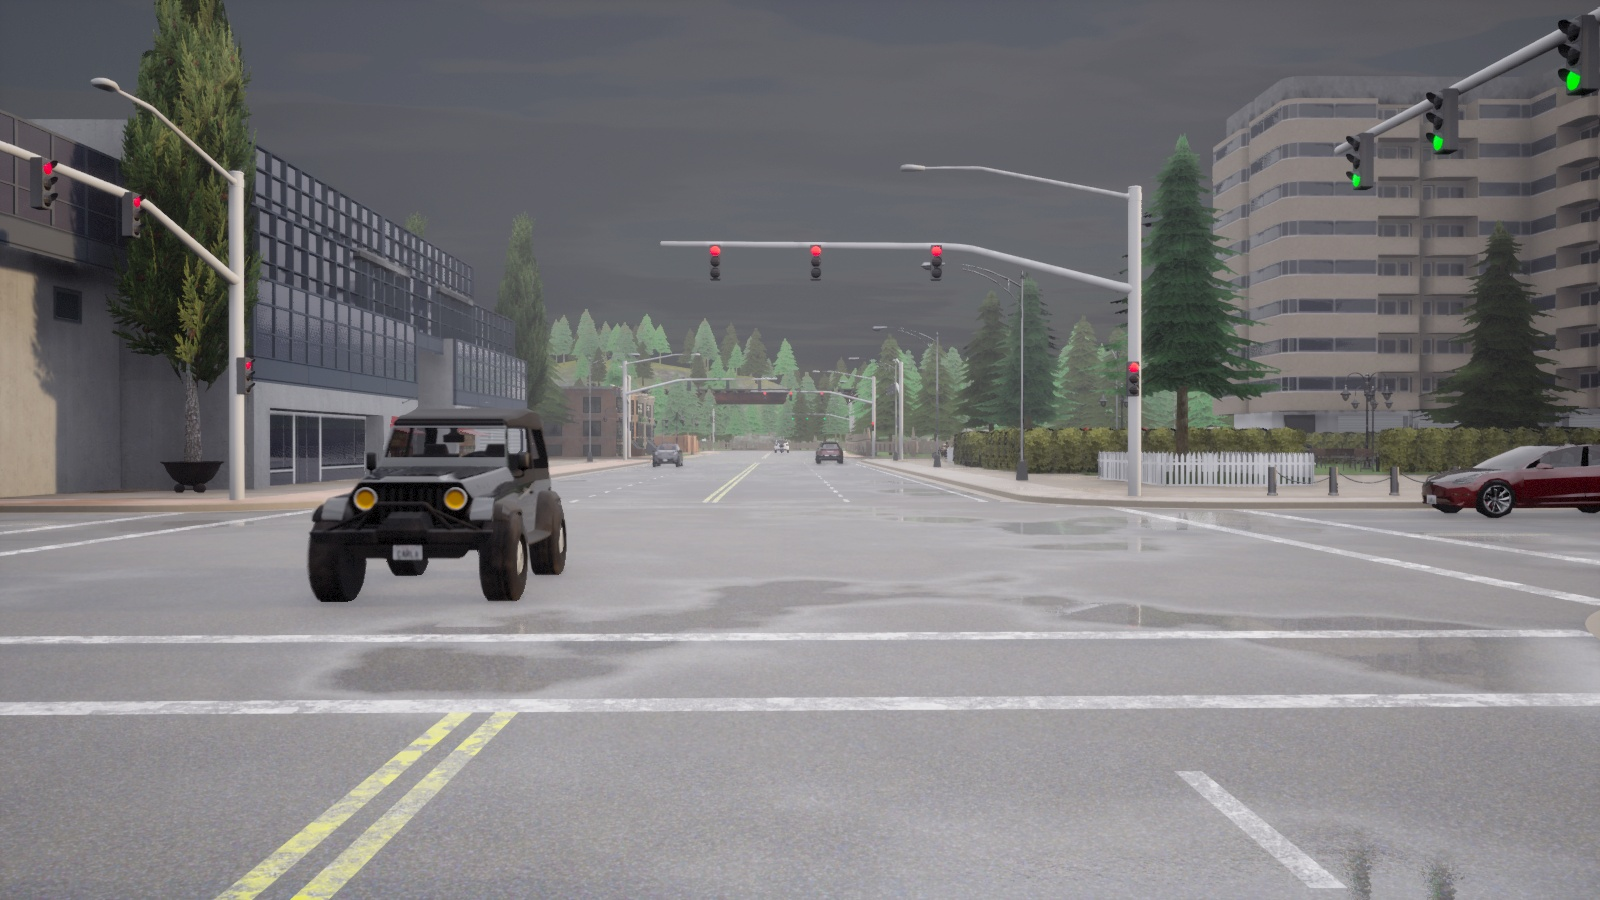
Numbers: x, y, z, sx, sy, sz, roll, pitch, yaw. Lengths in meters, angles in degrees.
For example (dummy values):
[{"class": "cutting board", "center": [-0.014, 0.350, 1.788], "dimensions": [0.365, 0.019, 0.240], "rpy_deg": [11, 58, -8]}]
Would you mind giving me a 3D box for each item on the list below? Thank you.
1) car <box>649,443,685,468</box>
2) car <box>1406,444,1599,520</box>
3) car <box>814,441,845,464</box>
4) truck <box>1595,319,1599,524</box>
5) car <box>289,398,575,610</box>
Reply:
[{"class": "car", "center": [-8.202, 0.315, 77.735], "dimensions": [1.845, 1.501, 3.633], "rpy_deg": [0, 0, -1]}, {"class": "car", "center": [15.302, 0.614, 25.652], "dimensions": [4.792, 1.488, 2.163], "rpy_deg": [0, 0, -1]}, {"class": "car", "center": [2.115, 0.165, 90.991], "dimensions": [2.033, 1.649, 4.856], "rpy_deg": [0, 0, -1]}, {"class": "truck", "center": [19.204, -0.528, 22.210], "dimensions": [8.468, 3.827, 2.891], "rpy_deg": [0, 0, -1]}, {"class": "car", "center": [-3.608, 0.466, 13.065], "dimensions": [1.905, 1.878, 3.866], "rpy_deg": [0, 0, -1]}]
